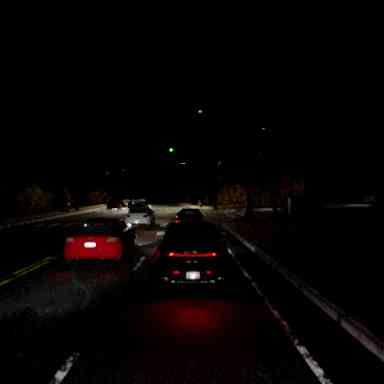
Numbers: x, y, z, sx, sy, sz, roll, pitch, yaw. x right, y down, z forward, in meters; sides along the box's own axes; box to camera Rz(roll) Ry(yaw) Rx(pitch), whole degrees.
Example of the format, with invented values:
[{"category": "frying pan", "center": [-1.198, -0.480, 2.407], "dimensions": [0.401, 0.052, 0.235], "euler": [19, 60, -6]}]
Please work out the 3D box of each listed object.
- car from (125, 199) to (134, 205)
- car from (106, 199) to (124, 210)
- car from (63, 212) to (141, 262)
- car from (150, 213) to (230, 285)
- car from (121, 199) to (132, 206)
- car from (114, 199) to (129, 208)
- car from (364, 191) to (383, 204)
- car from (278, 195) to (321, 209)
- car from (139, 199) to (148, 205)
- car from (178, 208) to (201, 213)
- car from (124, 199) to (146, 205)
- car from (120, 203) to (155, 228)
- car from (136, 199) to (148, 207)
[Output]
[{"category": "car", "center": [-15.114, 2.491, 81.132], "dimensions": [1.895, 1.301, 4.718], "euler": [0, -1, -7]}, {"category": "car", "center": [-12.091, 2.055, 52.072], "dimensions": [1.812, 1.442, 4.674], "euler": [0, -1, -5]}, {"category": "car", "center": [-3.314, 1.680, 12.626], "dimensions": [1.994, 1.385, 4.181], "euler": [0, -1, -2]}, {"category": "car", "center": [-0.012, 1.595, 9.745], "dimensions": [1.837, 1.490, 4.892], "euler": [0, 0, -1]}, {"category": "car", "center": [-13.852, 2.312, 70.887], "dimensions": [1.994, 1.385, 4.181], "euler": [0, -1, -7]}, {"category": "car", "center": [-12.885, 2.131, 61.161], "dimensions": [2.128, 1.511, 4.902], "euler": [0, -1, -5]}, {"category": "car", "center": [22.159, 0.606, 37.946], "dimensions": [4.674, 1.442, 1.812], "euler": [-3, -1, -3]}, {"category": "car", "center": [12.089, 1.062, 37.492], "dimensions": [4.674, 1.442, 1.812], "euler": [-3, -1, -2]}, {"category": "car", "center": [-11.739, 2.410, 80.370], "dimensions": [2.128, 1.511, 4.902], "euler": [0, -1, -7]}, {"category": "car", "center": [-0.137, 1.744, 21.055], "dimensions": [2.033, 1.411, 5.357], "euler": [0, -1, 2]}, {"category": "car", "center": [-8.775, 2.012, 51.405], "dimensions": [2.128, 1.511, 4.902], "euler": [0, -1, -5]}, {"category": "car", "center": [-3.671, 1.748, 23.892], "dimensions": [1.812, 1.442, 4.674], "euler": [0, 0, -2]}, {"category": "car", "center": [-10.507, 2.276, 70.231], "dimensions": [2.128, 1.511, 4.902], "euler": [0, -1, -6]}]
